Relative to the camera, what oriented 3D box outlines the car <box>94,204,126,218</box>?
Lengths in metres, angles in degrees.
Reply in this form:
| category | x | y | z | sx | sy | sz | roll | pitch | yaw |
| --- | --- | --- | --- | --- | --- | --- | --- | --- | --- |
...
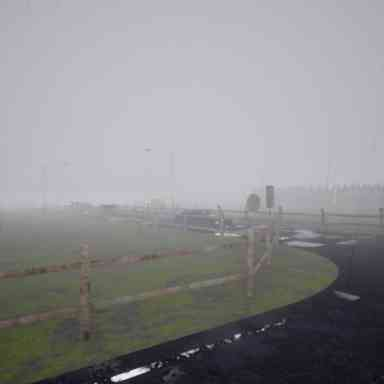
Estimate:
| category | x | y | z | sx | sy | sz | roll | pitch | yaw |
| --- | --- | --- | --- | --- | --- | --- | --- | --- | --- |
| car | -9.137 | 2.159 | 37.874 | 1.837 | 1.490 | 4.892 | 0 | -1 | -34 |

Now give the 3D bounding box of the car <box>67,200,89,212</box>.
| category | x | y | z | sx | sy | sz | roll | pitch | yaw |
| --- | --- | --- | --- | --- | --- | --- | --- | --- | --- |
| car | -17.837 | 2.072 | 50.770 | 1.837 | 1.490 | 4.892 | 0 | -1 | -34 |

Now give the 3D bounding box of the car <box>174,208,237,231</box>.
| category | x | y | z | sx | sy | sz | roll | pitch | yaw |
| --- | --- | --- | --- | --- | --- | --- | --- | --- | --- |
| car | 0.736 | 1.871 | 23.410 | 2.033 | 1.411 | 5.357 | 0 | -1 | -34 |

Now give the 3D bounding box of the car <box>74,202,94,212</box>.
| category | x | y | z | sx | sy | sz | roll | pitch | yaw |
| --- | --- | --- | --- | --- | --- | --- | --- | --- | --- |
| car | -18.385 | 2.527 | 56.450 | 1.882 | 1.535 | 5.008 | 0 | -1 | -34 |

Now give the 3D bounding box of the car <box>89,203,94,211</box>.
| category | x | y | z | sx | sy | sz | roll | pitch | yaw |
| --- | --- | --- | --- | --- | --- | --- | --- | --- | --- |
| car | -12.770 | 2.401 | 48.314 | 2.033 | 1.411 | 5.357 | 0 | -1 | -34 |
